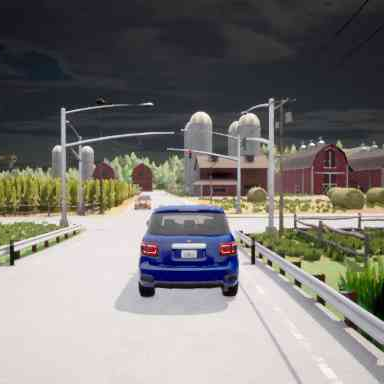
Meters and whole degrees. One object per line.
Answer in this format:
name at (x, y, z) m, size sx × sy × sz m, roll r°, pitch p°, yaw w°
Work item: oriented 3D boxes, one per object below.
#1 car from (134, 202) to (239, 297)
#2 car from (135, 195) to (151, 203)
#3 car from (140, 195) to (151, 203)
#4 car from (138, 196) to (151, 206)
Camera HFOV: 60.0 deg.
car at (-0.109, 1.365, 9.053) m, size 2.150 × 2.045 × 5.566 m, roll 0°, pitch -2°, yaw -1°
car at (-6.390, 1.335, 43.508) m, size 2.097 × 1.767 × 4.553 m, roll 0°, pitch 1°, yaw -7°
car at (-8.849, 1.234, 63.135) m, size 1.994 × 1.385 × 4.181 m, roll 0°, pitch 1°, yaw -7°
car at (-7.602, 1.393, 53.170) m, size 1.994 × 1.385 × 4.181 m, roll 0°, pitch 1°, yaw -8°
